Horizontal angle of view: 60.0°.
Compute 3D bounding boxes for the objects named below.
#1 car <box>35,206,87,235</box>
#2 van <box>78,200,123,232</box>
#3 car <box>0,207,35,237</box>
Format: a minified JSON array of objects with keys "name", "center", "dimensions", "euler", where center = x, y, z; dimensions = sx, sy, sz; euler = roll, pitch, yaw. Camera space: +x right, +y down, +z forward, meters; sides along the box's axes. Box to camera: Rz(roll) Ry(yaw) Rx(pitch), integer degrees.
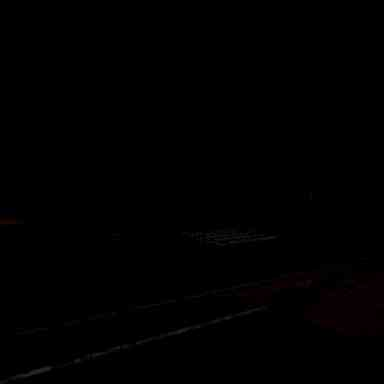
[{"name":"car","center":[-8.528,1.753,20.692],"dimensions":[2.163,1.488,4.792],"euler":[1,-1,-36]},{"name":"van","center":[-6.183,1.556,22.188],"dimensions":[1.878,1.987,4.442],"euler":[1,-1,-36]},{"name":"car","center":[-10.661,1.662,18.902],"dimensions":[1.946,1.575,5.366],"euler":[1,-1,-36]}]
